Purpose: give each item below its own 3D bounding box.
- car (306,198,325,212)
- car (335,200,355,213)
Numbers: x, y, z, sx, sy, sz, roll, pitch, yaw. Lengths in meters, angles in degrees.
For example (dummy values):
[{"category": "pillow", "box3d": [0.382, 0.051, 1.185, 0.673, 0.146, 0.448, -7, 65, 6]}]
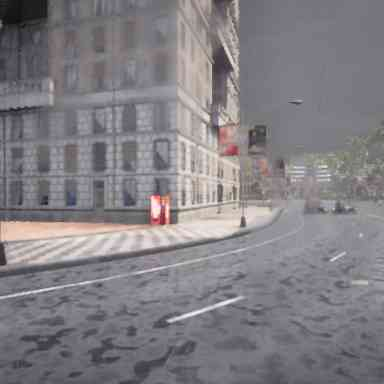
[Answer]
[{"category": "car", "box3d": [15.635, 1.595, 42.428, 2.097, 1.767, 4.553, 0, 0, 17]}, {"category": "car", "box3d": [18.935, 1.717, 41.254, 2.128, 1.511, 4.902, 0, -1, 17]}]
